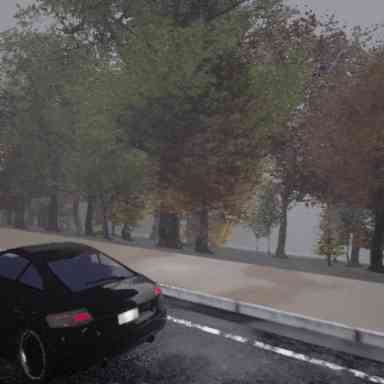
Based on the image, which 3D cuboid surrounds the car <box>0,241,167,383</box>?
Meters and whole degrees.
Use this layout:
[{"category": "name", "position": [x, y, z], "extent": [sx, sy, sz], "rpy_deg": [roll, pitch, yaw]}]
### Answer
[{"category": "car", "position": [-2.434, 1.518, 5.385], "extent": [4.181, 1.385, 1.994], "rpy_deg": [1, 0, 36]}]
